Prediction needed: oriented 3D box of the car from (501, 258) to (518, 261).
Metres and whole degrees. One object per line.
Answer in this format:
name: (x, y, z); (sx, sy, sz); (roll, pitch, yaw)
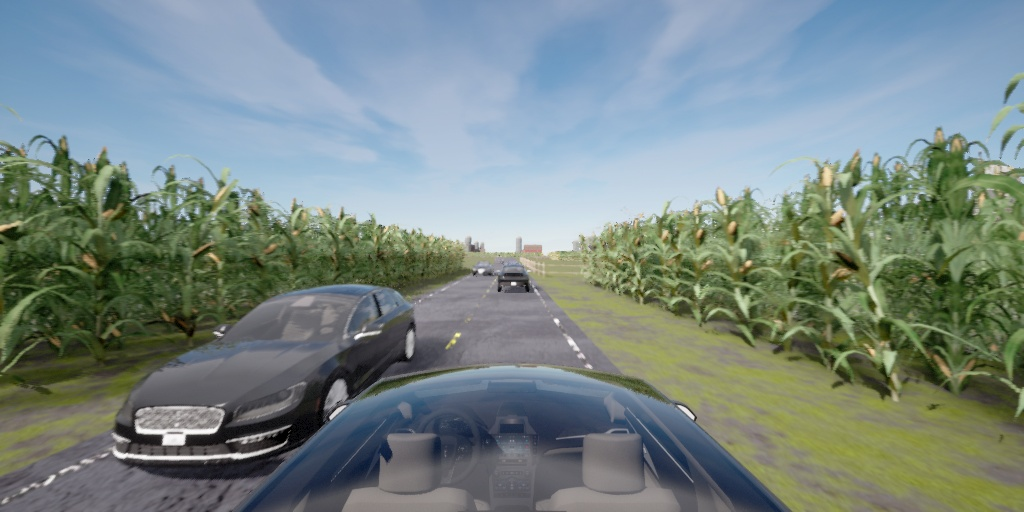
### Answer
car: (0.100, 1.235, 43.262); (2.128, 1.511, 4.902); (0, 0, 0)

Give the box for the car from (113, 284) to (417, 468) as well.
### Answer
car: (-2.833, 1.254, 5.441); (1.837, 1.490, 4.892); (0, 1, 0)

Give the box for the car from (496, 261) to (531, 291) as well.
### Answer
car: (0.092, 1.260, 21.962); (1.837, 1.490, 4.892); (0, 0, 0)

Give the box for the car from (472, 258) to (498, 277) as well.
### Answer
car: (-2.842, 1.241, 35.729); (2.128, 1.511, 4.902); (0, 0, 0)
